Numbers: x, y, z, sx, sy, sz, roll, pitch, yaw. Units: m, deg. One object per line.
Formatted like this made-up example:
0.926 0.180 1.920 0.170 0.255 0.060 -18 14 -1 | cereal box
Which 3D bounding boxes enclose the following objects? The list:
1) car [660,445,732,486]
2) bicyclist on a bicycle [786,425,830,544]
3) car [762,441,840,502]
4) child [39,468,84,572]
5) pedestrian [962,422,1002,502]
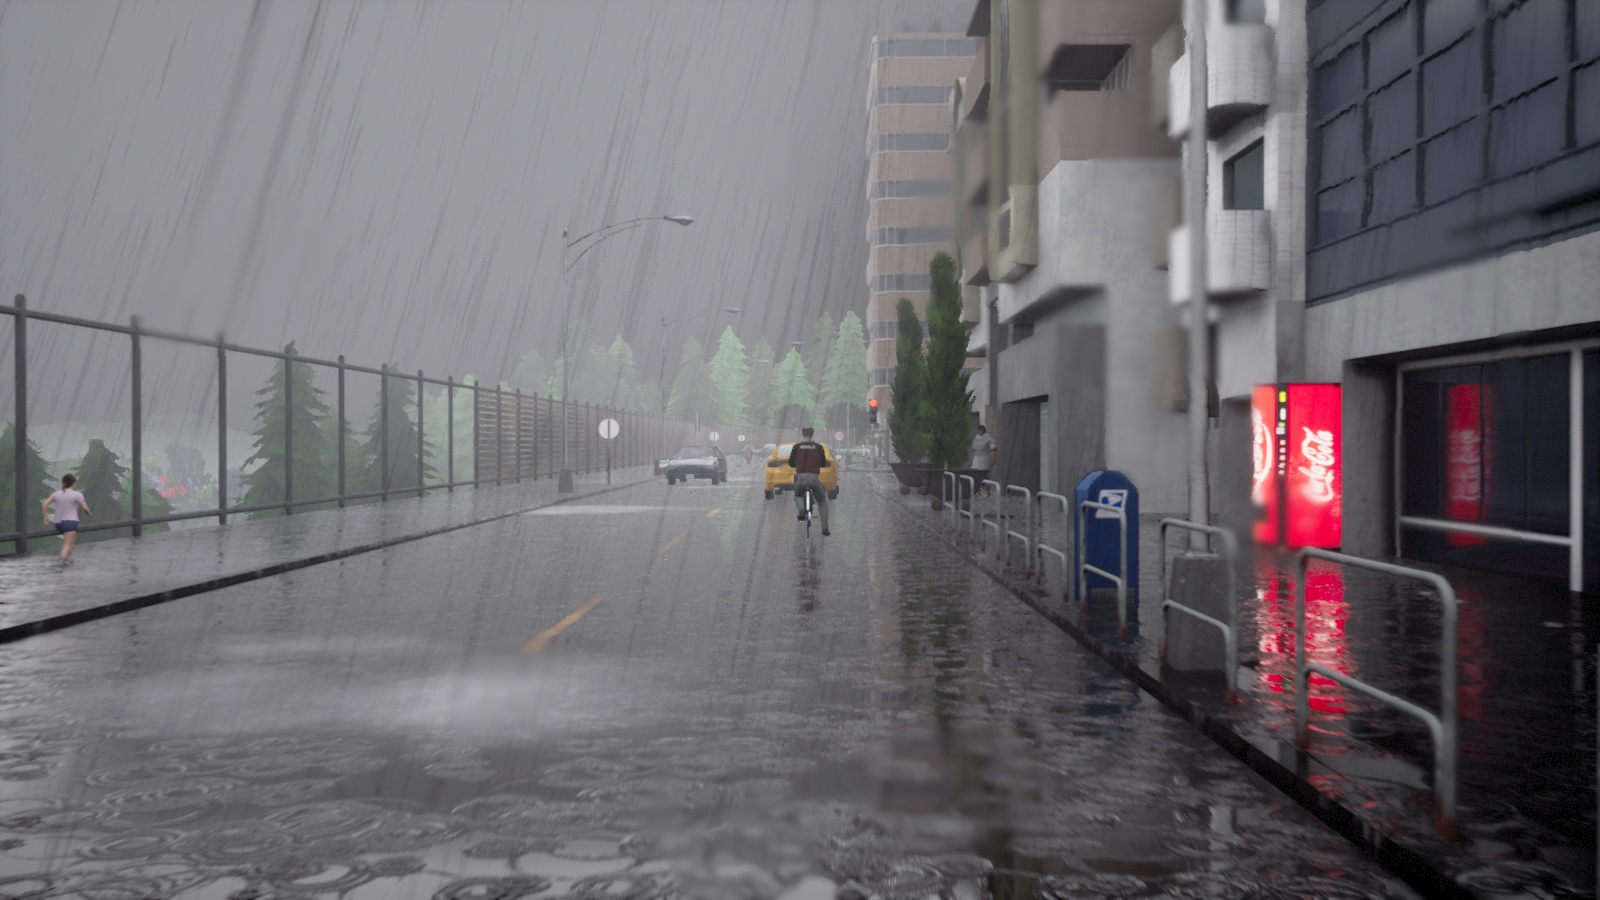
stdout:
-3.751 0.530 46.382 2.033 1.411 5.357 0 0 2 | car
0.125 0.506 19.717 0.659 1.776 1.843 0 1 0 | bicyclist on a bicycle
0.104 0.530 34.491 1.882 1.535 5.008 0 0 3 | car
-8.065 0.753 13.724 0.255 1.110 0.394 0 0 1 | child
4.510 0.283 31.130 0.659 1.952 0.873 0 0 35 | pedestrian
